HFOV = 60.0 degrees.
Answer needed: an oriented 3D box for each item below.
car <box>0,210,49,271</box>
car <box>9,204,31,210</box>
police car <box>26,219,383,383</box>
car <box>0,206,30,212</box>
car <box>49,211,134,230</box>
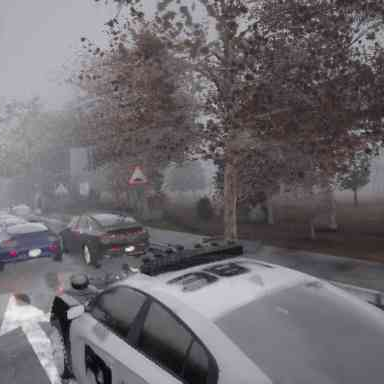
[{"bbox_3d":[-5.839,1.586,11.330,1.812,1.442,4.674,-4,2,-36],"label":"car"},{"bbox_3d":[-13.199,1.655,25.180,1.812,1.442,4.674,-4,2,-36],"label":"car"},{"bbox_3d":[-0.026,1.360,3.329,1.930,1.638,5.238,-4,2,-36],"label":"police car"},{"bbox_3d":[-9.376,1.676,16.172,1.812,1.442,4.674,-5,3,-36],"label":"car"},{"bbox_3d":[-3.231,1.419,11.476,1.837,1.490,4.892,-4,2,-36],"label":"car"}]
